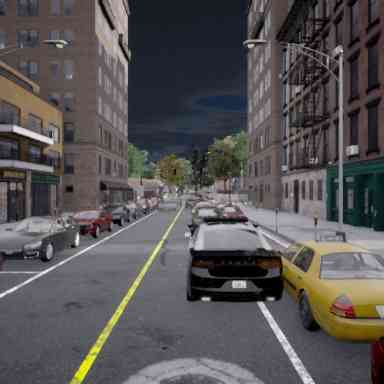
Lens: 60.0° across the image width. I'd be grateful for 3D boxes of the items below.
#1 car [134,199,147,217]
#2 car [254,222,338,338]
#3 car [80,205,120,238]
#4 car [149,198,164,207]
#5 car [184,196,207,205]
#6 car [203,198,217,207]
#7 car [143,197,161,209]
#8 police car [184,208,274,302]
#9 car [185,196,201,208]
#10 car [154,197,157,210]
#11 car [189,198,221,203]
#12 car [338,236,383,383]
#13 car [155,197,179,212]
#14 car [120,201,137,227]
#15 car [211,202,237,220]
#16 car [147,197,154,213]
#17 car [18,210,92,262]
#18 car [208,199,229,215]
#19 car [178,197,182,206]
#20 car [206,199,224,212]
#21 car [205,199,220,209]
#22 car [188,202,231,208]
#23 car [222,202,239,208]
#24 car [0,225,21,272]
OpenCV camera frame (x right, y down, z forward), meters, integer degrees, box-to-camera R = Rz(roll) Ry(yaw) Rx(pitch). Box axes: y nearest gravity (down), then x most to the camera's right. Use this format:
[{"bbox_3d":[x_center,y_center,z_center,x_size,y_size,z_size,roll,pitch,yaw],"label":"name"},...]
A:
[{"bbox_3d":[-5.360,1.549,28.551,2.008,1.369,4.403,0,0,0],"label":"car"},{"bbox_3d":[2.640,1.524,6.642,1.752,1.417,4.829,0,0,0],"label":"car"},{"bbox_3d":[-5.371,1.542,17.514,1.887,1.381,4.507,0,0,0],"label":"car"},{"bbox_3d":[-5.340,1.593,50.627,1.802,1.307,4.206,0,0,0],"label":"car"},{"bbox_3d":[0.685,1.493,59.502,1.882,1.535,5.008,0,0,27],"label":"car"},{"bbox_3d":[2.685,1.577,50.620,1.947,1.339,4.313,0,0,0],"label":"car"},{"bbox_3d":[-5.345,1.448,45.108,1.967,1.590,4.097,0,0,0],"label":"car"},{"bbox_3d":[0.833,1.424,8.435,1.930,1.638,5.238,0,0,0],"label":"police car"},{"bbox_3d":[0.061,1.500,46.231,2.128,1.511,4.902,0,0,1],"label":"car"},{"bbox_3d":[-5.351,1.529,39.419,1.752,1.417,4.829,0,0,0],"label":"car"},{"bbox_3d":[0.848,1.453,24.515,1.801,1.575,5.366,0,0,0],"label":"car"},{"bbox_3d":[2.639,1.315,0.956,2.192,1.841,5.009,0,0,0],"label":"car"},{"bbox_3d":[-2.808,1.604,38.708,1.895,1.301,4.718,0,0,0],"label":"car"},{"bbox_3d":[-5.366,1.563,23.033,1.947,1.339,4.313,0,0,0],"label":"car"},{"bbox_3d":[2.664,1.580,28.547,1.802,1.307,4.206,0,0,0],"label":"car"},{"bbox_3d":[-5.356,1.441,34.070,1.967,1.590,4.097,0,0,0],"label":"car"},{"bbox_3d":[-5.376,1.549,11.995,2.008,1.369,4.403,0,0,0],"label":"car"},{"bbox_3d":[2.670,1.526,34.236,1.752,1.417,4.829,0,0,0],"label":"car"},{"bbox_3d":[-2.697,1.579,56.182,1.994,1.385,4.181,0,0,0],"label":"car"},{"bbox_3d":[2.675,1.549,39.584,1.887,1.381,4.507,0,0,0],"label":"car"},{"bbox_3d":[2.680,1.590,45.102,1.802,1.307,4.206,0,0,0],"label":"car"},{"bbox_3d":[0.842,1.524,18.325,1.812,1.442,4.674,0,0,0],"label":"car"},{"bbox_3d":[2.660,1.580,23.029,1.802,1.307,4.206,0,0,0],"label":"car"},{"bbox_3d":[-5.381,1.581,6.476,1.802,1.307,4.206,0,0,0],"label":"car"}]
